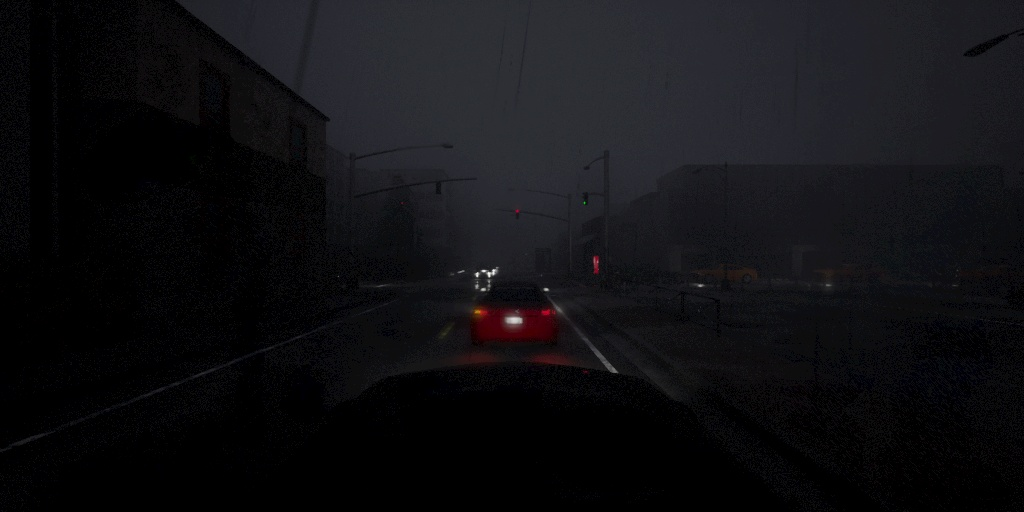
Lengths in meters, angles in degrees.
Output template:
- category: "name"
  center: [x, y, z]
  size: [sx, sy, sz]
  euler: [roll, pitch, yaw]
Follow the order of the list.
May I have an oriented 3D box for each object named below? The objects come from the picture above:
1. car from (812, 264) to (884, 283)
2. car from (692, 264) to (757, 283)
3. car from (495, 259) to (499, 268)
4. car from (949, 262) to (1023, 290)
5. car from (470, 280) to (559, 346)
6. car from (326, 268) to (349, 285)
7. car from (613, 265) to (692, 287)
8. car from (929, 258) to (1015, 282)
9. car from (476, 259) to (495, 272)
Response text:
- category: "car"
  center: [27.558, 1.404, 29.524]
  size: [5.008, 1.535, 1.882]
  euler: [0, 0, 0]
- category: "car"
  center: [17.332, 1.404, 29.515]
  size: [5.008, 1.535, 1.882]
  euler: [0, 0, 0]
- category: "car"
  center: [-3.515, 1.351, 56.365]
  size: [1.895, 1.301, 4.718]
  euler: [0, 0, 0]
- category: "car"
  center: [35.350, 1.404, 25.838]
  size: [5.008, 1.535, 1.882]
  euler: [0, 0, 0]
- category: "car"
  center: [0.073, 1.314, 9.461]
  size: [1.994, 1.385, 4.181]
  euler: [0, 0, 1]
- category: "car"
  center: [-14.356, 1.418, 25.877]
  size: [4.902, 1.511, 2.128]
  euler: [0, 0, -2]
- category: "car"
  center: [9.810, 1.420, 25.808]
  size: [4.902, 1.511, 2.128]
  euler: [0, 0, 0]
- category: "car"
  center: [38.047, 1.148, 29.516]
  size: [5.566, 2.045, 2.150]
  euler: [0, 0, 0]
- category: "car"
  center: [-3.539, 1.276, 46.332]
  size: [1.812, 1.442, 4.674]
  euler: [0, 0, 0]
